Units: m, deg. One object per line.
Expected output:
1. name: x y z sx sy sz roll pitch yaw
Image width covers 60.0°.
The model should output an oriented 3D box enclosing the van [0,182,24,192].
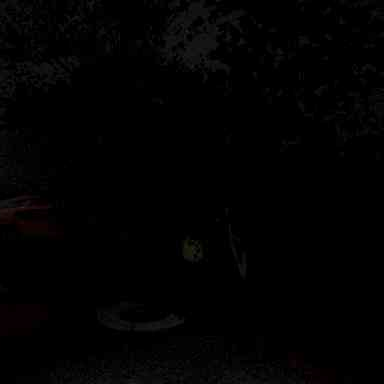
1. van: -39.484 -1.095 72.960 4.442 1.987 1.878 1 1 -30

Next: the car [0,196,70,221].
1. car: -10.789 1.078 22.269 4.674 1.452 2.002 1 2 -30

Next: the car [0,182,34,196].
1. car: -28.593 -0.453 53.525 5.566 2.045 2.435 1 1 -30

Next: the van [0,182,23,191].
1. van: -40.792 -1.175 75.258 4.442 1.987 1.878 1 1 -30

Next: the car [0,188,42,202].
1. car: -20.337 0.337 39.121 4.792 1.488 2.163 1 1 -30

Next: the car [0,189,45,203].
1. car: -19.033 0.428 36.829 4.792 1.488 2.163 1 2 -30

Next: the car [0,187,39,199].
1. car: -23.094 0.132 43.920 5.008 1.535 2.097 1 1 -30

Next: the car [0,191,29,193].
1. car: -12.315 0.925 24.584 5.366 1.575 1.946 1 2 -30

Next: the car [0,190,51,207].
1. car: -16.284 0.638 31.880 4.792 1.488 2.163 1 2 -30

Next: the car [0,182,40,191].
1. car: -14.857 0.466 29.495 5.566 2.045 2.435 1 2 -30

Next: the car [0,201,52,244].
1. car: -6.745 1.355 15.156 5.008 1.535 2.097 1 2 -30

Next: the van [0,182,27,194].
1. van: -34.007 -0.762 63.333 4.442 1.987 1.878 1 1 -30

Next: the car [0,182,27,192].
1. car: -38.240 -1.039 70.481 5.566 2.045 2.435 1 1 -30

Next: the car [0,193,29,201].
1. car: -8.078 1.123 17.578 4.553 1.767 2.185 1 2 -30

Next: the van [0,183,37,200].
1. van: -21.810 -0.009 41.439 4.442 1.987 1.878 1 1 -30

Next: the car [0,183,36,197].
1. car: -27.224 -0.370 51.118 5.566 2.045 2.435 1 1 -30

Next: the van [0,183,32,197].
1. van: -25.932 -0.262 48.668 4.442 1.987 1.878 1 1 -30

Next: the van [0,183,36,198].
1. van: -24.360 -0.176 46.377 4.442 1.987 1.878 1 1 -30
